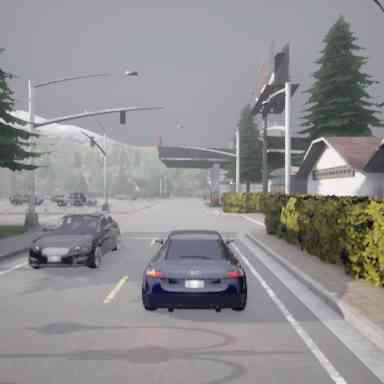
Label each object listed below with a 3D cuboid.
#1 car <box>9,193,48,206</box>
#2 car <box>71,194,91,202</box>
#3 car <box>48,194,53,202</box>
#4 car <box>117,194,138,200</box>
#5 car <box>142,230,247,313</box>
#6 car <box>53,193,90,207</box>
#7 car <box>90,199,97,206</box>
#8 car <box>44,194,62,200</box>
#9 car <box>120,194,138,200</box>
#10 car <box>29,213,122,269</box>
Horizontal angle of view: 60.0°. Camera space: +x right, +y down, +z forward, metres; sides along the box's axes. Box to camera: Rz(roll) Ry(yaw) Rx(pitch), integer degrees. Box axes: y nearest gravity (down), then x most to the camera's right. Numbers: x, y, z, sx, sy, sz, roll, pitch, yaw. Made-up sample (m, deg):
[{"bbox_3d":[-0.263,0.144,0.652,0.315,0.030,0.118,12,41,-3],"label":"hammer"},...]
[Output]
[{"bbox_3d":[-24.637,1.077,49.593,4.605,1.855,1.932,0,0,0],"label":"car"},{"bbox_3d":[-24.006,1.290,72.046,3.633,1.501,1.845,0,0,0],"label":"car"},{"bbox_3d":[-23.994,1.273,62.053,4.514,1.523,2.007,0,0,0],"label":"car"},{"bbox_3d":[-16.396,1.296,83.933,5.027,1.636,2.152,0,0,0],"label":"car"},{"bbox_3d":[0.063,1.561,7.757,1.994,1.385,4.181,0,0,1],"label":"car"},{"bbox_3d":[-16.752,1.058,46.349,3.866,1.878,1.905,0,0,0],"label":"car"},{"bbox_3d":[-16.159,1.341,49.677,3.806,1.475,1.970,0,0,0],"label":"car"},{"bbox_3d":[-35.062,1.350,83.979,3.806,1.475,1.970,0,0,0],"label":"car"},{"bbox_3d":[-16.466,1.304,87.070,4.514,1.523,2.007,0,0,0],"label":"car"},{"bbox_3d":[-3.645,1.487,11.171,2.128,1.511,4.902,0,0,-1],"label":"car"}]
